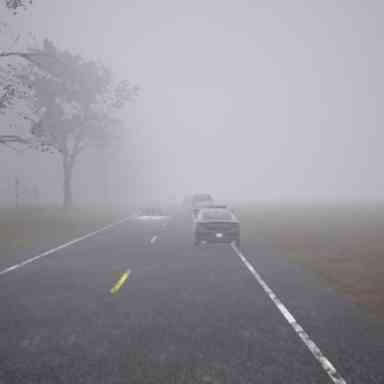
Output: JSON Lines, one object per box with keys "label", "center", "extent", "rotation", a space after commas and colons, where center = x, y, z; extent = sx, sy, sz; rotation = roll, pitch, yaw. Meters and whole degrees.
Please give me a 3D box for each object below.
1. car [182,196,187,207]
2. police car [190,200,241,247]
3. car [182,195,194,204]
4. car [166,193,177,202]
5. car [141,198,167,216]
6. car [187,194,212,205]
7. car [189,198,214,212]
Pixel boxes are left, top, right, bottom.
{"label": "car", "center": [-0.478, 1.307, 49.883], "extent": [2.097, 1.767, 4.553], "rotation": [0, 0, -1]}
{"label": "police car", "center": [0.996, 1.405, 15.060], "extent": [1.930, 1.638, 5.238], "rotation": [0, 0, 0]}
{"label": "car", "center": [-0.815, 1.443, 65.513], "extent": [2.128, 1.511, 4.902], "rotation": [0, 0, -1]}
{"label": "car", "center": [-4.518, 1.154, 73.162], "extent": [2.150, 2.045, 5.566], "rotation": [0, 0, -1]}
{"label": "car", "center": [-3.823, 1.528, 32.626], "extent": [1.994, 1.385, 4.181], "rotation": [0, 0, -1]}
{"label": "car", "center": [0.851, 1.189, 30.995], "extent": [2.150, 2.045, 5.566], "rotation": [0, 0, -1]}
{"label": "car", "center": [0.915, 1.448, 24.959], "extent": [1.882, 1.535, 5.008], "rotation": [0, 0, -1]}
